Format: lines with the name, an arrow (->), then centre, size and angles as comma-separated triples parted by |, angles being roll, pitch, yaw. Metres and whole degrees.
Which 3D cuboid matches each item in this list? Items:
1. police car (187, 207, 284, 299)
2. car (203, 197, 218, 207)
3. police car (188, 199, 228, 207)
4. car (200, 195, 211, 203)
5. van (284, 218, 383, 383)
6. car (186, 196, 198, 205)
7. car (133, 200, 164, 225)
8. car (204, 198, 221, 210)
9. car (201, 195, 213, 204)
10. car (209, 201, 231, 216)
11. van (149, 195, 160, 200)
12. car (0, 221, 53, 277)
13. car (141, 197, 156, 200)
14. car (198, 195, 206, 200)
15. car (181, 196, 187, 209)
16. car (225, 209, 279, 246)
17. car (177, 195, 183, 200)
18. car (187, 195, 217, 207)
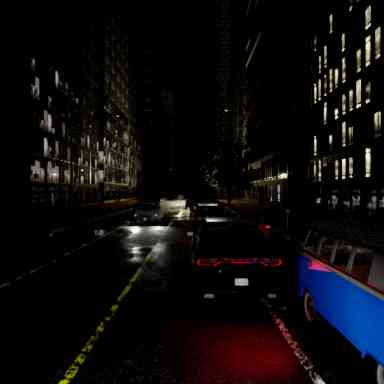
police car -> 0.898, 1.425, 8.606 | 1.930, 1.638, 5.238 | 0, 0, 0
car -> 2.682, 1.538, 50.017 | 2.008, 1.369, 4.403 | 0, 0, 0
police car -> 0.896, 1.425, 18.607 | 1.930, 1.638, 5.238 | 0, 0, 0
car -> 2.679, 1.401, 67.094 | 1.967, 1.590, 4.097 | 0, 0, 0
van -> 2.689, 1.341, 4.478 | 1.690, 1.788, 3.998 | 0, 0, 0
car -> -0.011, 1.521, 59.243 | 2.033, 1.411, 5.357 | 0, 0, 0
car -> -3.105, 1.525, 24.284 | 1.812, 1.442, 4.674 | 0, 0, 0
car -> 2.683, 1.544, 44.325 | 2.008, 1.369, 4.403 | 0, 0, 0
car -> 2.680, 1.410, 61.402 | 1.967, 1.590, 4.097 | 0, 0, 0
car -> 2.684, 1.581, 32.940 | 1.802, 1.307, 4.206 | 0, 0, 0
van -> -5.699, 1.328, 50.020 | 1.690, 1.788, 3.998 | 0, 0, 0
car -> -5.693, 1.582, 10.171 | 1.802, 1.307, 4.206 | 0, 0, 0
car -> -5.697, 1.548, 38.634 | 2.008, 1.369, 4.403 | 0, 0, 0
car -> 2.676, 1.463, 89.865 | 1.887, 1.381, 4.507 | 0, 0, 0
car -> -0.007, 1.540, 44.755 | 2.033, 1.411, 5.357 | 0, 0, 0
car -> 2.687, 1.581, 15.862 | 1.802, 1.307, 4.206 | 0, 0, 0
car -> -3.016, 1.470, 87.875 | 2.033, 1.411, 5.357 | 0, 0, 0
car -> 0.895, 1.224, 24.527 | 2.150, 2.045, 5.566 | 0, 0, 0
